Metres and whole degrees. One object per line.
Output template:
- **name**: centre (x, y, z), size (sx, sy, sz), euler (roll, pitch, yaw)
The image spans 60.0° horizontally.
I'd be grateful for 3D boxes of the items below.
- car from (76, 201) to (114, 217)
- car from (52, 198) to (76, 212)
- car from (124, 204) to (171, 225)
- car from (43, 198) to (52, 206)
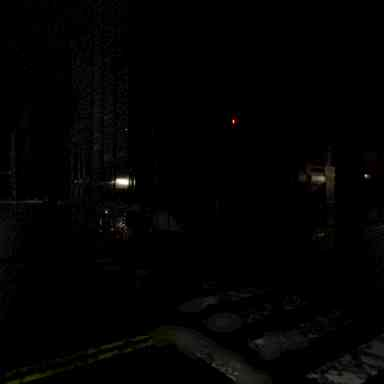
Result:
- **car**: centre (-9.324, 1.620, 32.722), size (2.128, 1.511, 4.902), euler (1, -1, -36)
- **car**: centre (-15.478, 1.724, 41.408), size (2.033, 1.411, 5.357), euler (1, -1, -34)
- **car**: centre (-3.370, 1.607, 24.360), size (1.812, 1.442, 4.674), euler (1, -1, -37)
- **car**: centre (-26.506, 1.802, 62.428), size (2.128, 1.511, 4.902), euler (1, -1, -36)
